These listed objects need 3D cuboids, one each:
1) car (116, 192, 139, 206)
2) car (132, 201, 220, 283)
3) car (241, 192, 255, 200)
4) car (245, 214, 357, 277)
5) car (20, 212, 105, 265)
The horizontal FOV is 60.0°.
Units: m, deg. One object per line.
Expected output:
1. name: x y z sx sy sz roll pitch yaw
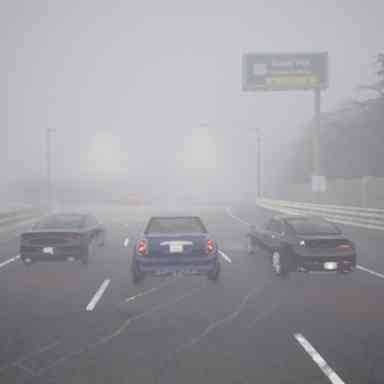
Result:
1. car: -9.971 0.977 51.508 2.150 2.045 5.566 0 0 -29
2. car: -0.552 1.299 9.738 2.097 1.767 4.553 0 0 -5
3. car: 13.757 0.994 83.304 2.150 2.045 5.566 0 -1 18
4. car: 2.971 1.427 10.048 1.837 1.490 4.892 0 0 -5
5. car: -4.255 1.438 11.633 1.882 1.535 5.008 0 0 -7
